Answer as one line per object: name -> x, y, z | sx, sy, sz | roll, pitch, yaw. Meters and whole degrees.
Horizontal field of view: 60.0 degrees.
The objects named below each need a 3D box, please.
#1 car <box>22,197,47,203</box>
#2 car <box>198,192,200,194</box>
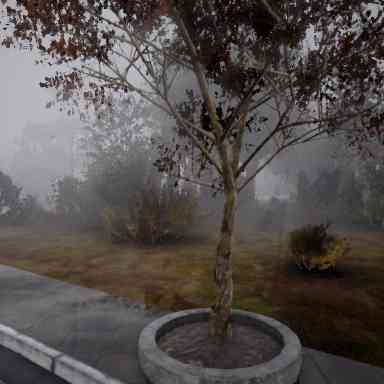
car -> -21.668, 1.233, 44.622 | 1.994, 1.385, 4.181 | 1, 0, 32
car -> 0.907, 0.971, 60.265 | 2.150, 2.045, 5.566 | 1, 0, 32
